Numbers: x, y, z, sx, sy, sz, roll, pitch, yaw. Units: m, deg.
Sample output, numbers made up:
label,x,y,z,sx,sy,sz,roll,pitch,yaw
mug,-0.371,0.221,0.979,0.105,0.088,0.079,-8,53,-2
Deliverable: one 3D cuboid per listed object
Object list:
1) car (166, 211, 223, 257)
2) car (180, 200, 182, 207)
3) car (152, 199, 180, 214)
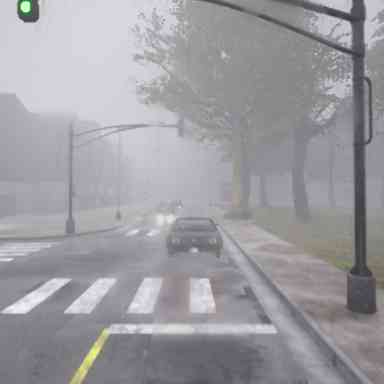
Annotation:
label,x,y,z,sx,sy,sz,roll,pitch,yaw
car,0.086,1.619,13.063,1.895,1.301,4.718,0,0,0
car,-2.744,1.958,60.442,2.033,1.411,5.357,0,-1,0
car,-2.839,1.652,37.031,2.128,1.511,4.902,0,0,0
